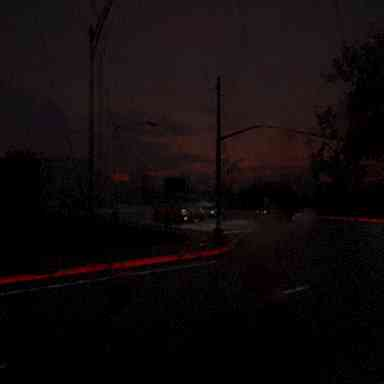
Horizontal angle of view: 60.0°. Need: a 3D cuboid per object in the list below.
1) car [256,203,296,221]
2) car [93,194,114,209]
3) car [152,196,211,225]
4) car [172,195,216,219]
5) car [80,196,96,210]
[{"bbox_3d":[7.223,1.654,28.343,2.033,1.411,5.357,0,0,34],"label":"car"},{"bbox_3d":[-12.477,1.291,44.949,2.150,2.045,5.566,0,0,-38],"label":"car"},{"bbox_3d":[-1.078,1.412,25.108,2.097,1.767,4.553,0,0,-39],"label":"car"},{"bbox_3d":[-0.046,1.296,29.412,2.150,2.045,5.566,0,0,-39],"label":"car"},{"bbox_3d":[-13.878,1.560,41.092,1.837,1.490,4.892,0,0,-39],"label":"car"}]
